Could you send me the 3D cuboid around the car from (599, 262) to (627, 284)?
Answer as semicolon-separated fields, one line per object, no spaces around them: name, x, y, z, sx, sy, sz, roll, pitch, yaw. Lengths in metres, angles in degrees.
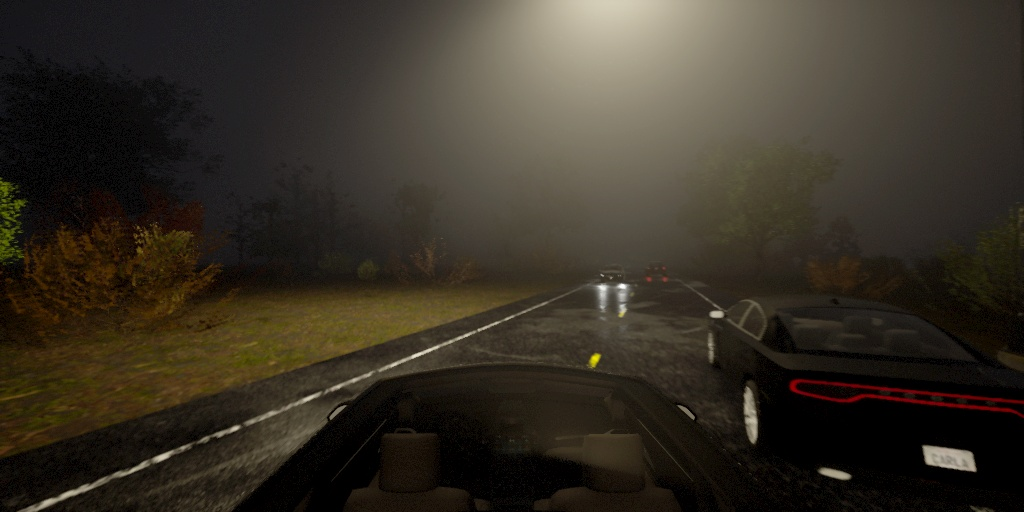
car;8.591;1.492;30.336;1.837;1.490;4.892;-1;-1;20

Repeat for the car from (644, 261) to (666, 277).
car;16.305;1.386;40.762;2.097;1.767;4.553;-1;-1;20

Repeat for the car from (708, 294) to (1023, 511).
car;3.880;1.236;4.728;1.882;1.535;5.008;-1;-1;22
